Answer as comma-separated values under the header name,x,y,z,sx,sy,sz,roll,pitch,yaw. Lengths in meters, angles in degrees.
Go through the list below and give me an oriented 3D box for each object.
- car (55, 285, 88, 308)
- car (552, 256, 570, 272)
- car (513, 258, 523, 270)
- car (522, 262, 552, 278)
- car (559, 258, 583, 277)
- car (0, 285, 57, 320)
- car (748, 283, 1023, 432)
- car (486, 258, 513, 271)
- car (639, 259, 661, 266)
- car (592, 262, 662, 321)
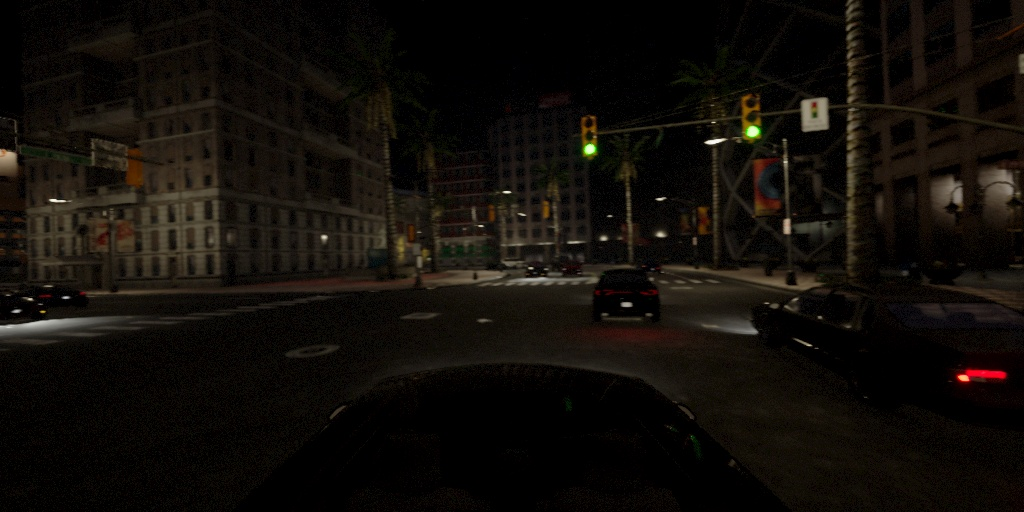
name,x,y,z,sx,sy,sz,roll,pitch,yaw
car,-26.342,2.328,20.149,4.181,1.385,1.994,-2,0,15
car,6.597,1.024,46.560,2.150,2.045,5.566,-2,-1,-7
car,0.231,1.341,63.071,2.150,2.045,5.566,-2,-1,-37
car,2.585,1.438,36.340,1.994,1.385,4.181,-2,0,11
car,6.062,1.231,35.973,1.882,1.535,5.008,-2,0,10
car,-22.276,2.159,15.250,4.181,1.385,1.994,-2,0,15
car,5.592,1.129,5.546,2.033,1.411,5.357,-2,0,15
car,-2.534,1.551,60.868,2.097,1.767,4.553,-2,0,-36
car,13.202,1.028,34.888,1.812,1.442,4.674,-2,0,11
car,3.753,1.163,12.127,1.882,1.535,5.008,-2,0,15
